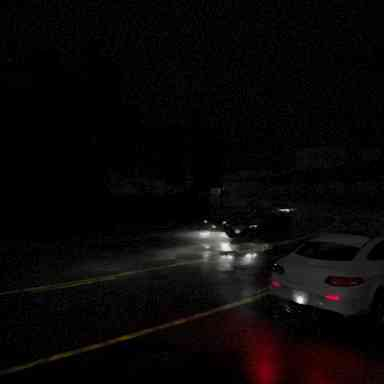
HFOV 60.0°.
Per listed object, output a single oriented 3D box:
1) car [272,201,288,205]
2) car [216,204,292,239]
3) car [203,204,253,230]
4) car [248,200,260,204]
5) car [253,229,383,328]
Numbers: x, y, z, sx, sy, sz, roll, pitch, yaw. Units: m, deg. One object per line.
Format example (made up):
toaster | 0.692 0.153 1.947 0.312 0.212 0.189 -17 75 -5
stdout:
car | 15.069 2.191 57.154 1.994 1.385 4.181 -1 -1 -2
car | 3.662 1.621 17.618 2.128 1.511 4.902 0 -1 38
car | 2.875 1.732 22.175 2.033 1.411 5.357 -1 -1 36
car | 11.428 2.269 61.262 1.812 1.442 4.674 -1 -1 -2
car | 3.534 1.565 7.087 4.674 1.442 1.812 0 0 -42
